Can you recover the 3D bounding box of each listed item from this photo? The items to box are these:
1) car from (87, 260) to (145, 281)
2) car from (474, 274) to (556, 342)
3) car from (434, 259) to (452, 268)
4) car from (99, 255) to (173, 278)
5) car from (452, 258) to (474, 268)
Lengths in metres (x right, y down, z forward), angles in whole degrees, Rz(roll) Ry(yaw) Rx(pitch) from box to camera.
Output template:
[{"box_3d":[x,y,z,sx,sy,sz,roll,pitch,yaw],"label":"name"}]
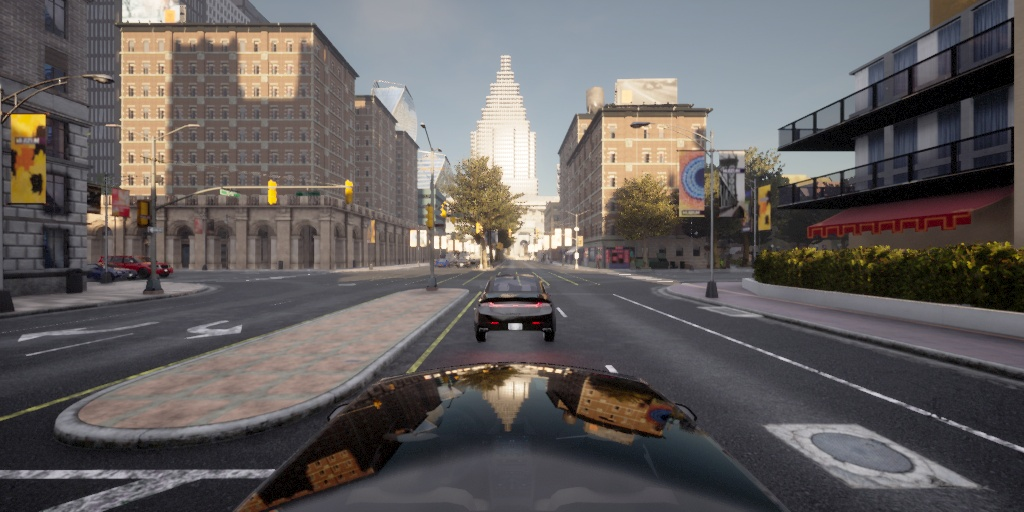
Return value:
[{"box_3d":[-33.435,1.272,29.235,4.674,1.442,1.812,0,0,0],"label":"car"},{"box_3d":[0.081,1.240,9.806,2.128,1.511,4.902,0,0,0],"label":"car"},{"box_3d":[-11.541,1.220,60.040,1.882,1.535,5.008,0,0,0],"label":"car"},{"box_3d":[-34.434,0.967,32.724,5.566,2.045,2.150,0,0,-2],"label":"car"},{"box_3d":[-8.045,1.233,59.624,2.128,1.511,4.902,0,0,0],"label":"car"}]
